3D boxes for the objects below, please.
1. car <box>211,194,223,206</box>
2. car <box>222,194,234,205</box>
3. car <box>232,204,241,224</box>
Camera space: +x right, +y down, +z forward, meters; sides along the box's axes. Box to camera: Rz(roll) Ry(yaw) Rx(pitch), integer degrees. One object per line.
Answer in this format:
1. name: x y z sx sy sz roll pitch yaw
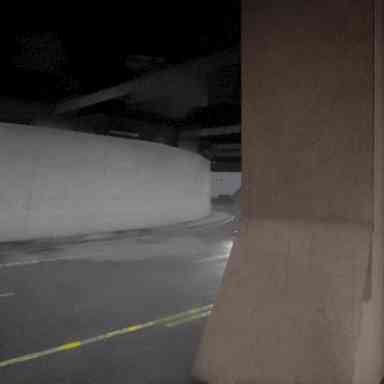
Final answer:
1. car: 3.705 1.692 61.508 1.882 1.535 5.008 0 0 -11
2. car: 6.529 1.477 65.409 2.150 2.045 5.566 0 0 -11
3. car: 4.245 1.551 19.170 2.128 1.511 4.902 0 0 29
